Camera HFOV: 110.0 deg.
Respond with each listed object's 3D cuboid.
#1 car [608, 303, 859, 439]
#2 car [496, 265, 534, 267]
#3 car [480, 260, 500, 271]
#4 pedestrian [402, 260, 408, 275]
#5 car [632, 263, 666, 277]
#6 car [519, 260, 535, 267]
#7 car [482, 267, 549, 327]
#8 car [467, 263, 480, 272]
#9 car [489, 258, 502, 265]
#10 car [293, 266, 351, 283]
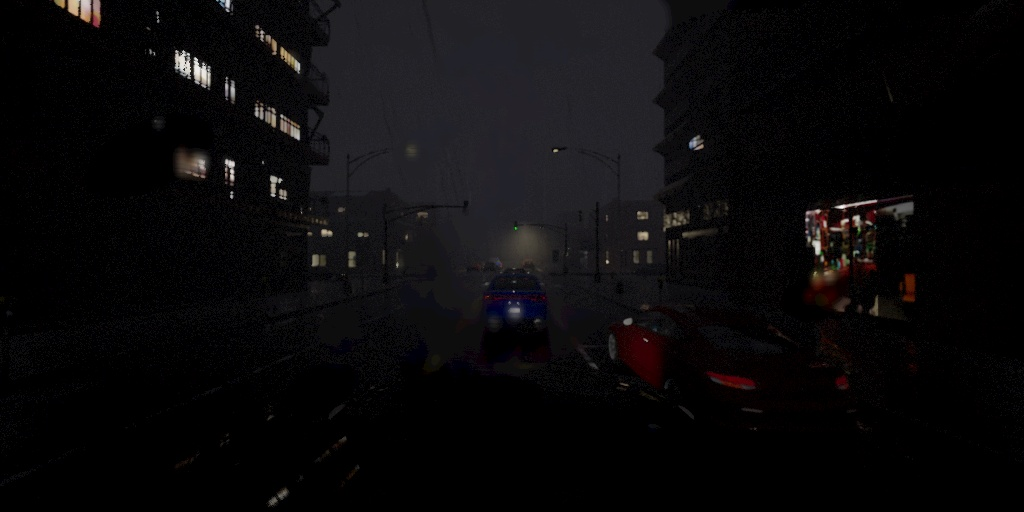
[{"bbox_3d":[2.691,1.357,5.353,1.802,1.307,4.207,0,0,0],"label":"car"},{"bbox_3d":[0.204,1.462,22.366,1.994,1.385,4.181,0,-1,2],"label":"car"},{"bbox_3d":[-3.077,1.624,51.188,1.837,1.490,4.892,0,0,0],"label":"car"},{"bbox_3d":[-12.501,1.331,41.851,0.375,1.860,0.375,0,0,0],"label":"pedestrian"},{"bbox_3d":[14.373,1.386,36.323,4.181,1.385,1.994,-1,-1,0],"label":"car"},{"bbox_3d":[2.706,1.507,60.103,2.192,1.841,5.009,0,0,0],"label":"car"},{"bbox_3d":[0.101,1.299,11.831,1.882,1.535,5.008,0,0,0],"label":"car"},{"bbox_3d":[-5.764,1.692,54.584,1.888,1.381,4.507,0,0,0],"label":"car"},{"bbox_3d":[-3.072,1.423,61.142,2.150,2.045,5.566,0,0,1],"label":"car"},{"bbox_3d":[-17.501,1.667,33.111,4.892,1.490,1.837,-1,-1,0],"label":"car"}]
